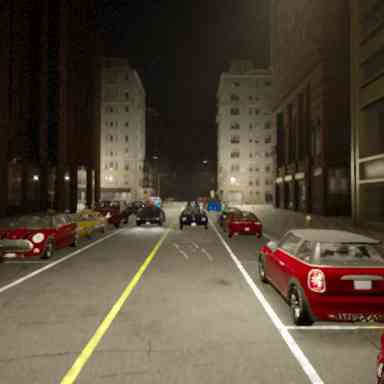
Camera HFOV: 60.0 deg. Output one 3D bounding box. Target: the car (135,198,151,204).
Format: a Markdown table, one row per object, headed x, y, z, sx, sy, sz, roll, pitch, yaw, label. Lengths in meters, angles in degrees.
| x | y | z | sx | sy | sz | roll | pitch | yaw | label |
| --- | --- | --- | --- | --- | --- | --- | --- | --- | --- |
| -5.832 | 1.708 | 35.270 | 1.967 | 1.590 | 4.097 | 1 | 0 | 0 | car |

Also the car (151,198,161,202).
| x | y | z | sx | sy | sz | roll | pitch | yaw | label |
| --- | --- | --- | --- | --- | --- | --- | --- | --- | --- |
| -5.829 | 1.933 | 46.517 | 1.802 | 1.307 | 4.206 | 1 | 0 | 0 | car |

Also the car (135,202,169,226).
| x | y | z | sx | sy | sz | roll | pitch | yaw | label |
| --- | --- | --- | --- | --- | --- | --- | --- | --- | --- |
| -2.990 | 1.740 | 25.210 | 2.033 | 1.411 | 5.357 | 0 | 0 | 0 | car |

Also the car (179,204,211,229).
| x | y | z | sx | sy | sz | roll | pitch | yaw | label |
| --- | --- | --- | --- | --- | --- | --- | --- | --- | --- |
| 0.109 | 1.779 | 23.294 | 1.895 | 1.301 | 4.718 | 0 | 0 | 0 | car |

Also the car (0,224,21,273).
| x | y | z | sx | sy | sz | roll | pitch | yaw | label |
| --- | --- | --- | --- | --- | --- | --- | --- | --- | --- |
| -5.846 | 1.622 | 7.148 | 1.947 | 1.339 | 4.313 | 1 | 0 | 0 | car |

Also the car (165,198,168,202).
| x | y | z | sx | sy | sz | roll | pitch | yaw | label |
| --- | --- | --- | --- | --- | --- | --- | --- | --- | --- |
| -5.824 | 1.979 | 57.766 | 1.887 | 1.381 | 4.507 | 1 | 0 | 0 | car |

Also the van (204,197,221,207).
| x | y | z | sx | sy | sz | roll | pitch | yaw | label |
| --- | --- | --- | --- | --- | --- | --- | --- | --- | --- |
| 2.696 | 1.650 | 40.900 | 1.690 | 1.788 | 3.998 | 1 | 0 | 0 | van |

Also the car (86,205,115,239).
| x | y | z | sx | sy | sz | roll | pitch | yaw | label |
| --- | --- | --- | --- | --- | --- | --- | --- | --- | --- |
| -5.841 | 1.666 | 18.227 | 1.752 | 1.417 | 4.829 | 1 | 0 | 0 | car |

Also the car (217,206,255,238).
| x | y | z | sx | sy | sz | roll | pitch | yaw | label |
| --- | --- | --- | --- | --- | --- | --- | --- | --- | --- |
| 2.685 | 1.686 | 18.401 | 1.887 | 1.381 | 4.507 | 1 | 0 | 0 | car |

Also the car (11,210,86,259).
| x | y | z | sx | sy | sz | roll | pitch | yaw | label |
| --- | --- | --- | --- | --- | --- | --- | --- | --- | --- |
| -5.842 | 1.539 | 12.773 | 1.967 | 1.590 | 4.097 | 1 | 0 | 0 | car |

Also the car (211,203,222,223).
| x | y | z | sx | sy | sz | roll | pitch | yaw | label |
| --- | --- | --- | --- | --- | --- | --- | --- | --- | --- |
| 2.687 | 1.734 | 24.025 | 2.008 | 1.369 | 4.403 | 1 | 0 | 0 | car |

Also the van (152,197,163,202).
| x | y | z | sx | sy | sz | roll | pitch | yaw | label |
| --- | --- | --- | --- | --- | --- | --- | --- | --- | --- |
| -5.824 | 1.734 | 52.143 | 1.690 | 1.788 | 3.998 | 1 | 0 | 0 | van |

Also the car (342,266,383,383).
| x | y | z | sx | sy | sz | roll | pitch | yaw | label |
| --- | --- | --- | --- | --- | --- | --- | --- | --- | --- |
| 2.678 | 1.557 | 1.528 | 1.887 | 1.381 | 4.507 | 1 | 0 | 0 | car |

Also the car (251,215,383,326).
| x | y | z | sx | sy | sz | roll | pitch | yaw | label |
| --- | --- | --- | --- | --- | --- | --- | --- | --- | --- |
| 2.681 | 1.496 | 7.153 | 1.967 | 1.590 | 4.097 | 1 | 0 | 0 | car |

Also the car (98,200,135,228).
| x | y | z | sx | sy | sz | roll | pitch | yaw | label |
| --- | --- | --- | --- | --- | --- | --- | --- | --- | --- |
| -5.836 | 1.499 | 24.023 | 2.192 | 1.841 | 5.009 | 1 | 0 | 0 | car |

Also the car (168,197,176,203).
| x | y | z | sx | sy | sz | roll | pitch | yaw | label |
| --- | --- | --- | --- | --- | --- | --- | --- | --- | --- |
| -5.813 | 2.219 | 84.748 | 1.802 | 1.307 | 4.206 | 1 | 0 | 0 | car |

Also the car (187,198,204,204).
| x | y | z | sx | sy | sz | roll | pitch | yaw | label |
| --- | --- | --- | --- | --- | --- | --- | --- | --- | --- |
| 0.111 | 1.854 | 40.661 | 2.033 | 1.411 | 5.357 | 0 | 0 | 0 | car |
